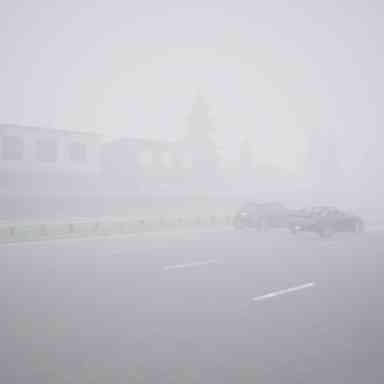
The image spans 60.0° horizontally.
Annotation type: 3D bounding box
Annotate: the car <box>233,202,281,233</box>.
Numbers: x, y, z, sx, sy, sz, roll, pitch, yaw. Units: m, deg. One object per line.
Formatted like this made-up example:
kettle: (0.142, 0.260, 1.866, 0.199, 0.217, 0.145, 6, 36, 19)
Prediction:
car: (4.653, 1.351, 19.964, 4.553, 1.767, 2.097, 0, 0, -36)

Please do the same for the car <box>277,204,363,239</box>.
car: (7.032, 1.490, 17.362, 4.902, 1.511, 2.128, 0, 0, -35)
